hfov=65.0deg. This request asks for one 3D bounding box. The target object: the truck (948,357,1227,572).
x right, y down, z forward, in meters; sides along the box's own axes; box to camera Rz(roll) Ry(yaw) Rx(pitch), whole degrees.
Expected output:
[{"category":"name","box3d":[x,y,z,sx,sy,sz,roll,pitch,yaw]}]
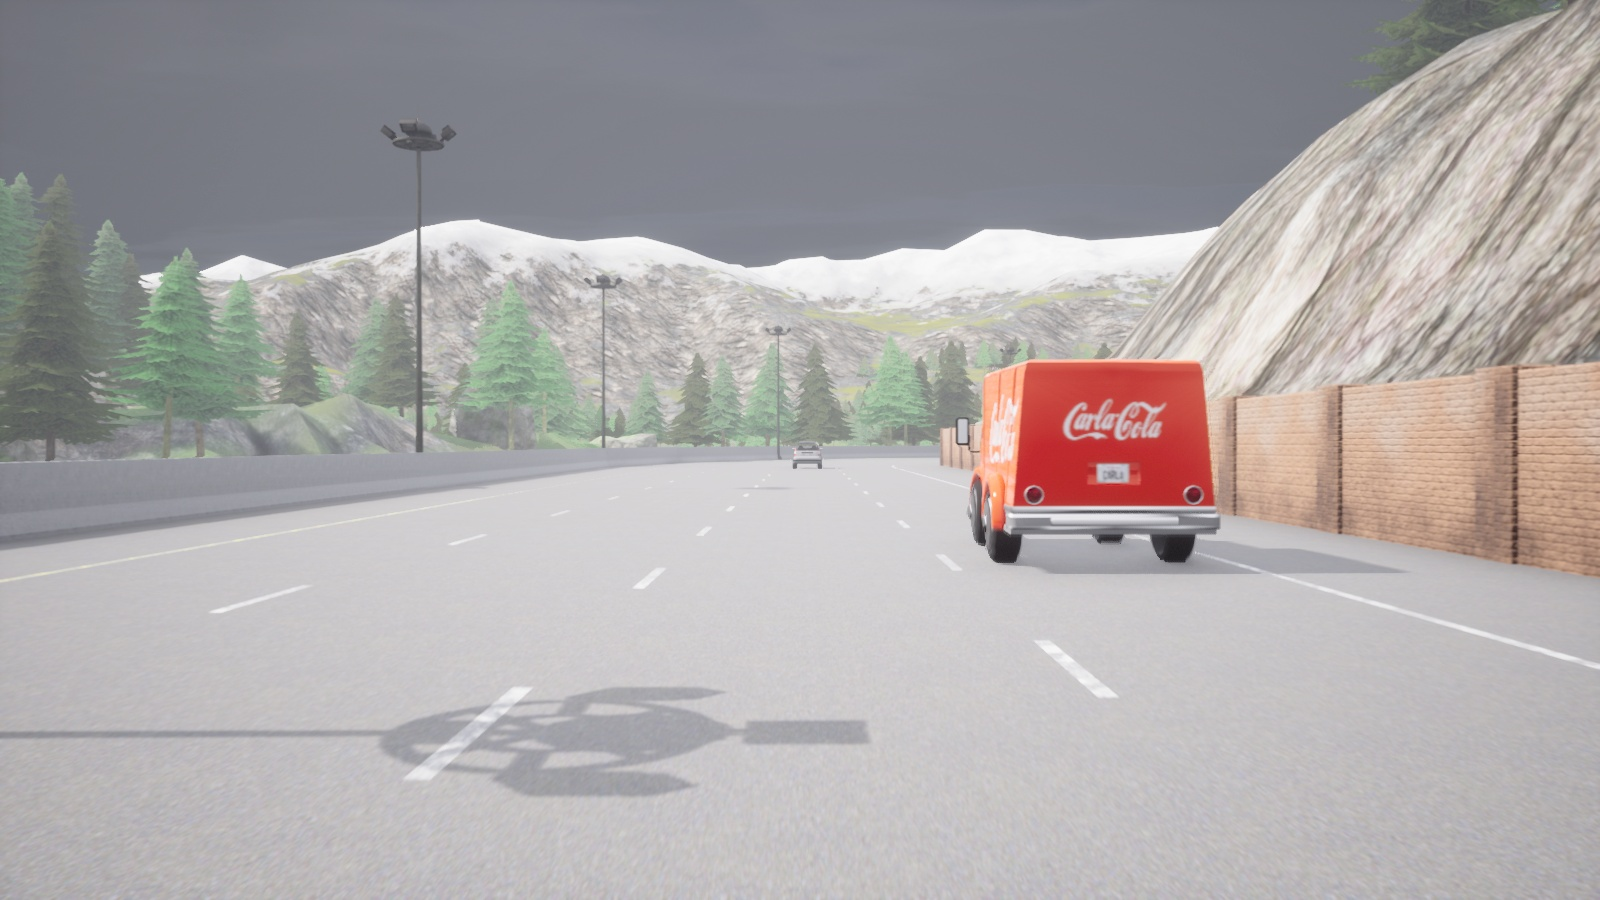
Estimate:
[{"category":"truck","box3d":[3.610,0.162,17.047,2.627,2.467,5.204,0,0,0]}]

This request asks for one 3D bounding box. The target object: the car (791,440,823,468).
[{"category":"car","box3d":[0.444,0.223,74.791,1.851,1.617,3.988,0,0,1]}]
